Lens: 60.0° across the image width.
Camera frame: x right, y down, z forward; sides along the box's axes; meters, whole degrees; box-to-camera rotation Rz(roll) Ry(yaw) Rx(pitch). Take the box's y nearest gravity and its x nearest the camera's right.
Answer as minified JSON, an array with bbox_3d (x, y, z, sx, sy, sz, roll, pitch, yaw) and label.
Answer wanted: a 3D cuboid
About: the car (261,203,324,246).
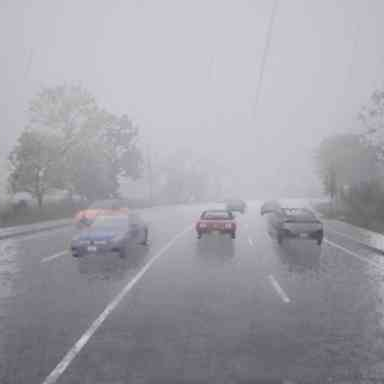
[{"bbox_3d":[4.668,1.489,15.481,2.128,1.511,4.902,0,0,6],"label":"car"}]

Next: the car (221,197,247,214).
[{"bbox_3d":[4.704,1.522,34.993,2.033,1.411,5.357,0,0,14],"label":"car"}]

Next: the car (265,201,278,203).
[{"bbox_3d":[8.062,1.554,33.846,1.994,1.385,4.181,0,0,14],"label":"car"}]

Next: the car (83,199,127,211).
[{"bbox_3d":[-5.422,1.308,20.685,2.097,1.767,4.553,0,0,8],"label":"car"}]

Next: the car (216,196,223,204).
[{"bbox_3d":[5.876,1.429,60.287,2.128,1.511,4.902,0,0,24],"label":"car"}]

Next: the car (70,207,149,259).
[{"bbox_3d":[-2.880,1.502,12.673,1.812,1.442,4.674,0,0,6],"label":"car"}]

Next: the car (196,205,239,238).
[{"bbox_3d":[1.370,1.584,17.583,1.895,1.301,4.718,0,0,7],"label":"car"}]
